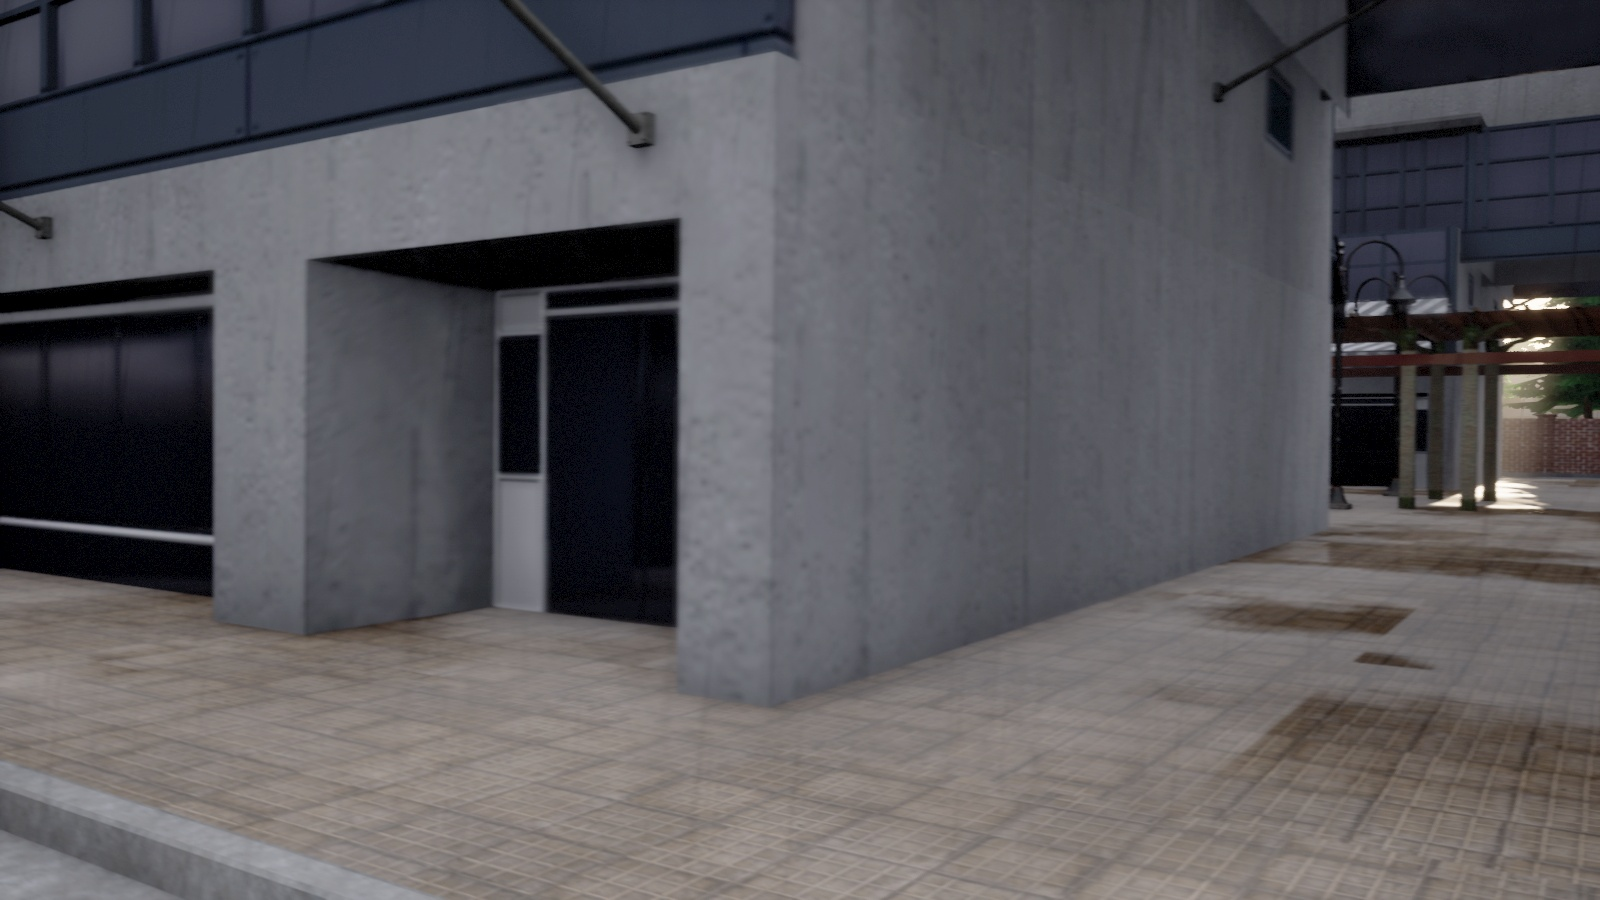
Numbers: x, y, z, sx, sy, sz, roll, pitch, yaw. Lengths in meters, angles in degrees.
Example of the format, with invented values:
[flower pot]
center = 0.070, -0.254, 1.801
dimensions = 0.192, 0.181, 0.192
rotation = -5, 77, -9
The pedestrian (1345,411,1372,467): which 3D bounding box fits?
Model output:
[pedestrian]
center = 19.663, -0.390, 44.217
dimensions = 0.788, 1.949, 0.423
rotation = 0, 1, 32
